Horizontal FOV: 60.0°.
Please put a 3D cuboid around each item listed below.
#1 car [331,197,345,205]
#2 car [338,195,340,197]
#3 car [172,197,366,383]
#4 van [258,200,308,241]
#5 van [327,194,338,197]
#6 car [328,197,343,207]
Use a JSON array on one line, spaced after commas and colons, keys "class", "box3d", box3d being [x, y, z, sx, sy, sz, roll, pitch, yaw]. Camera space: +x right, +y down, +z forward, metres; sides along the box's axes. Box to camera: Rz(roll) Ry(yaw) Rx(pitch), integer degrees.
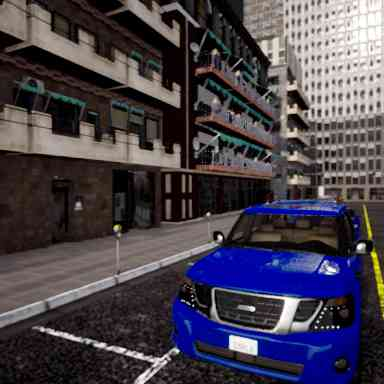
[{"class": "car", "box3d": [24.995, 1.496, 56.892, 1.887, 1.381, 4.507, -1, 0, 27]}, {"class": "car", "box3d": [19.957, 1.276, 47.003, 2.192, 1.841, 5.009, -1, 0, 27]}, {"class": "car", "box3d": [1.798, 1.218, 5.867, 2.150, 2.045, 5.566, 0, 0, 27]}, {"class": "van", "box3d": [4.851, 1.329, 17.333, 1.690, 1.788, 3.998, -1, 0, 27]}, {"class": "van", "box3d": [14.922, 1.312, 37.112, 1.690, 1.788, 3.998, -1, 0, 27]}, {"class": "car", "box3d": [22.478, 1.522, 51.947, 1.947, 1.339, 4.313, -1, 0, 27]}]
